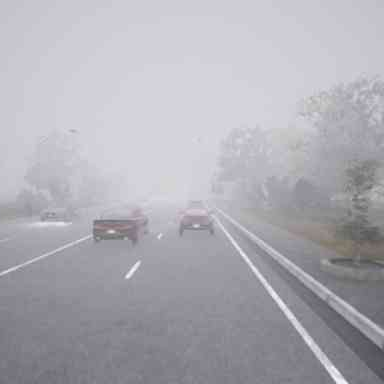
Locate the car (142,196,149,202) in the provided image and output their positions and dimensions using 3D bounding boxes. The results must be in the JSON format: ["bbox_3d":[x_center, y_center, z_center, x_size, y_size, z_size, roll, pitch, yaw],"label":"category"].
[{"bbox_3d":[-9.931,1.538,67.100,1.895,1.301,4.718,0,0,1],"label":"car"}]

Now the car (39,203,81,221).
[{"bbox_3d":[-10.387,1.536,26.383,1.994,1.385,4.181,0,0,1],"label":"car"}]

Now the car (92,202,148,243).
[{"bbox_3d":[-3.291,1.463,16.079,1.882,1.535,5.008,0,0,0],"label":"car"}]

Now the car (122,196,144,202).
[{"bbox_3d":[-6.796,1.494,36.068,1.812,1.442,4.674,0,0,1],"label":"car"}]

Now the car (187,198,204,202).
[{"bbox_3d":[0.432,1.463,40.105,2.128,1.511,4.902,0,0,0],"label":"car"}]

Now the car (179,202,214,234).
[{"bbox_3d":[0.244,1.512,18.881,1.812,1.442,4.674,0,0,0],"label":"car"}]
